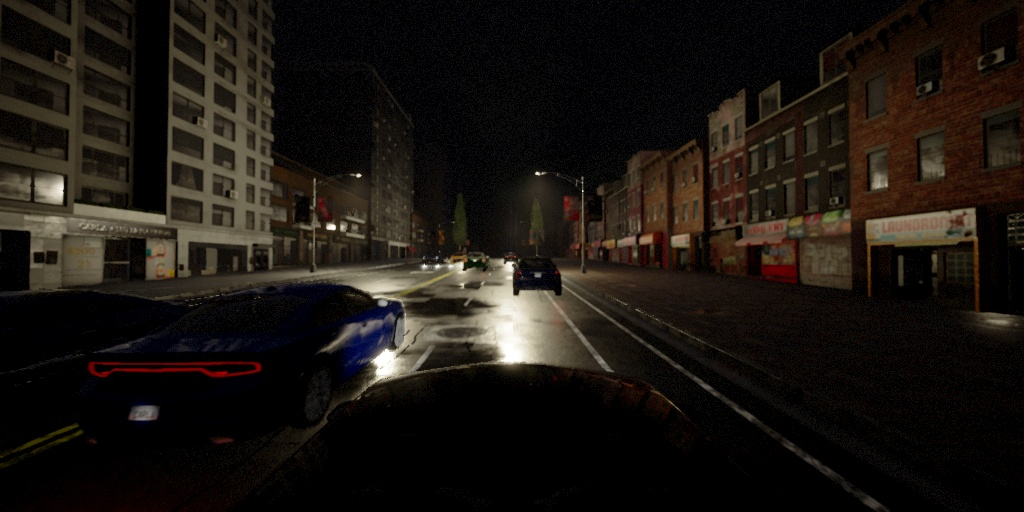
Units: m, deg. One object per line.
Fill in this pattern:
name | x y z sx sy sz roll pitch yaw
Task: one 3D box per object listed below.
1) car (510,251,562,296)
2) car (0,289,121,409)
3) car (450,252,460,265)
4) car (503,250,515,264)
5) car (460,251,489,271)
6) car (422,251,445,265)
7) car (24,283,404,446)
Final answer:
car | 1.068 0.782 16.958 2.097 1.767 4.553 0 1 0
car | -6.610 1.214 4.605 1.812 1.442 4.674 0 1 0
car | -6.791 0.272 46.291 1.882 1.535 5.008 0 1 0
car | -0.128 0.249 48.174 2.128 1.511 4.902 0 1 0
car | -3.298 0.416 33.793 2.097 1.767 4.553 0 1 0
car | -10.039 0.152 45.975 2.097 1.767 4.553 0 1 0
car | -3.166 1.148 5.547 1.882 1.535 5.008 0 1 0
